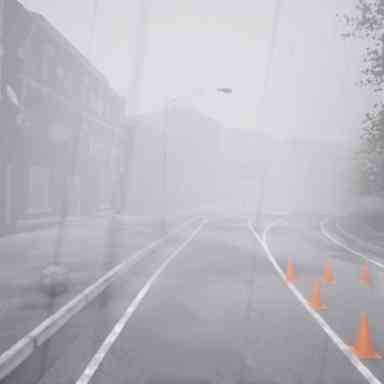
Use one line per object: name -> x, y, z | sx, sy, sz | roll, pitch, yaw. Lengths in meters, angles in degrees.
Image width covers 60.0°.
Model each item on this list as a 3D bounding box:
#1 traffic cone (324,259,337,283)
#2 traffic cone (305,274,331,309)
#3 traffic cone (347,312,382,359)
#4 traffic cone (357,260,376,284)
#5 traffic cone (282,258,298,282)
traffic cone -> 3.596, 2.065, 8.771 | 0.340, 0.580, 0.340 | 1, 0, 2
traffic cone -> 2.540, 2.036, 6.800 | 0.340, 0.580, 0.340 | 1, 0, 2
traffic cone -> 2.484, 2.027, 4.801 | 0.340, 0.580, 0.340 | 1, 0, 2
traffic cone -> 4.595, 2.085, 8.743 | 0.340, 0.580, 0.340 | 1, 0, 2
traffic cone -> 2.596, 2.045, 8.799 | 0.340, 0.580, 0.340 | 1, 0, 2
